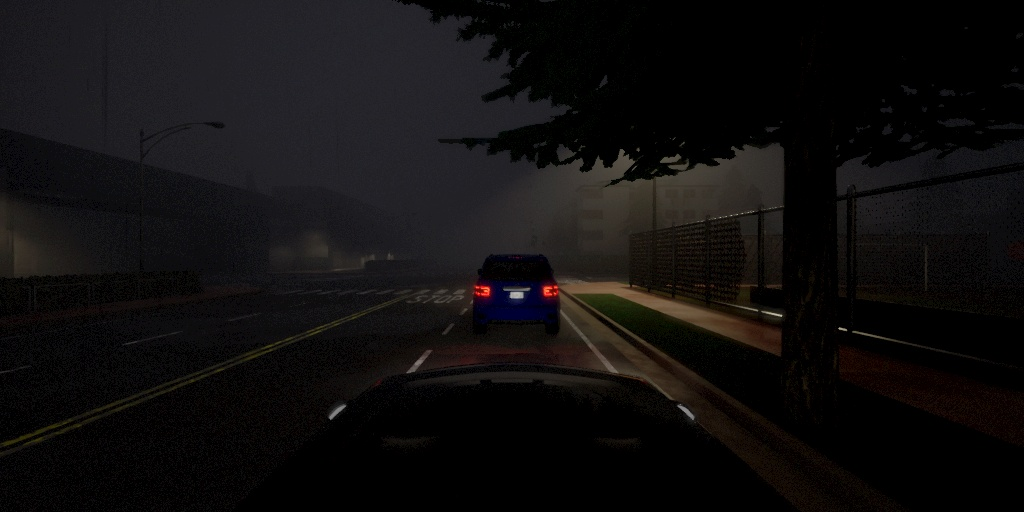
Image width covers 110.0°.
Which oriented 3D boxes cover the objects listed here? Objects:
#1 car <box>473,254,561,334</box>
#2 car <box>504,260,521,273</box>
[{"bbox_3d":[0.115,0.972,10.727,2.150,2.045,5.566,0,0,0],"label":"car"},{"bbox_3d":[0.025,1.242,45.602,2.128,1.511,4.902,0,0,0],"label":"car"}]
